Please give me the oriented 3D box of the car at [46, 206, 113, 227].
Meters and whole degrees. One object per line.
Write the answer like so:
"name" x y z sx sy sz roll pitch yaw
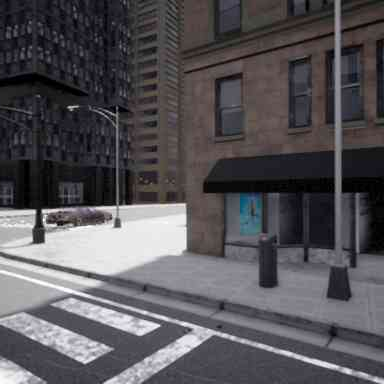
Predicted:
"car" -7.990 1.705 24.170 2.033 1.411 5.357 0 -1 21
